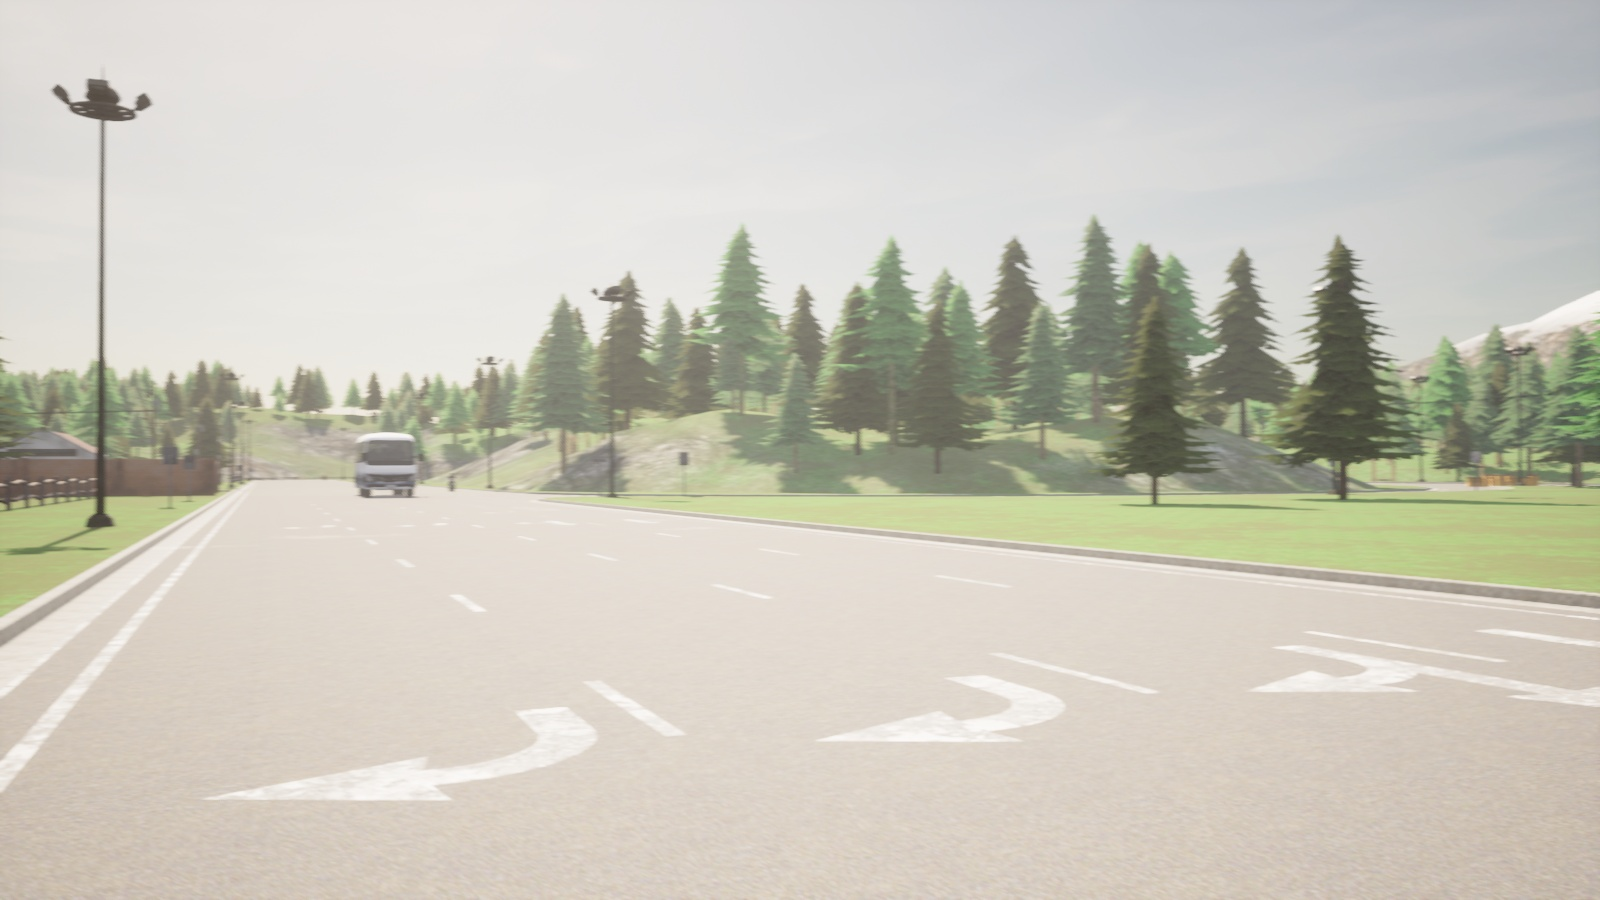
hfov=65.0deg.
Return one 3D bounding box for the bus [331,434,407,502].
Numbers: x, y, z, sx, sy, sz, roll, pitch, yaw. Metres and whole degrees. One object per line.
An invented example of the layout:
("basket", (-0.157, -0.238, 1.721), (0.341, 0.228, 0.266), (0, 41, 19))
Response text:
("bus", (-29.001, 1.238, 84.218), (3.944, 4.253, 10.273), (0, -1, -24))
